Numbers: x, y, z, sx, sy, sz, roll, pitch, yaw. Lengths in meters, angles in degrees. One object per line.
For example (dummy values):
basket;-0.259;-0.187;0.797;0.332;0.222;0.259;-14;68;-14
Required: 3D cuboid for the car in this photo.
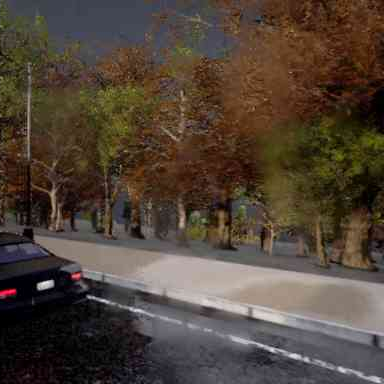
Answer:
car;-4.406;1.550;6.825;5.357;1.411;2.033;0;0;35
